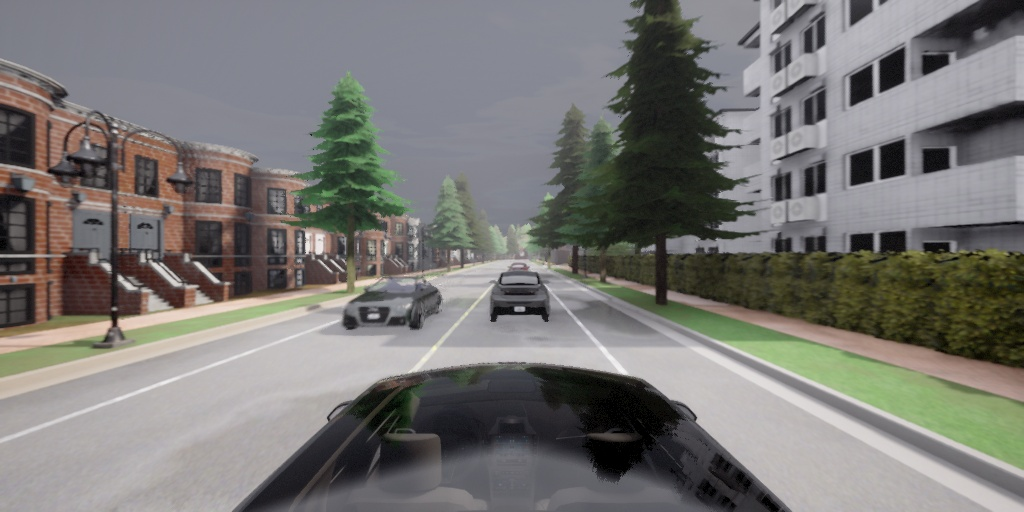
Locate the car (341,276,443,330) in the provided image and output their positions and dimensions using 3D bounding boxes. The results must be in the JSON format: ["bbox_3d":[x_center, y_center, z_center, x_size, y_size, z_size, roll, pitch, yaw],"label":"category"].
[{"bbox_3d":[-3.465,1.331,11.075,1.994,1.385,4.181,0,0,1],"label":"car"}]

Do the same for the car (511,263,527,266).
[{"bbox_3d":[0.595,1.287,30.845,1.812,1.442,4.674,0,0,1],"label":"car"}]

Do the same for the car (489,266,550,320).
[{"bbox_3d":[0.263,1.259,12.565,1.837,1.490,4.892,0,0,1],"label":"car"}]
